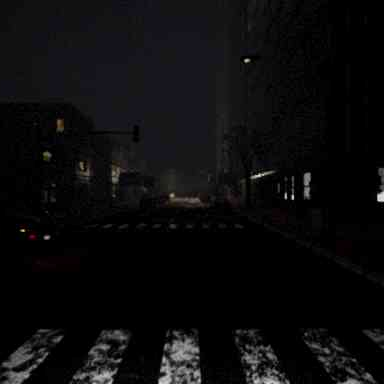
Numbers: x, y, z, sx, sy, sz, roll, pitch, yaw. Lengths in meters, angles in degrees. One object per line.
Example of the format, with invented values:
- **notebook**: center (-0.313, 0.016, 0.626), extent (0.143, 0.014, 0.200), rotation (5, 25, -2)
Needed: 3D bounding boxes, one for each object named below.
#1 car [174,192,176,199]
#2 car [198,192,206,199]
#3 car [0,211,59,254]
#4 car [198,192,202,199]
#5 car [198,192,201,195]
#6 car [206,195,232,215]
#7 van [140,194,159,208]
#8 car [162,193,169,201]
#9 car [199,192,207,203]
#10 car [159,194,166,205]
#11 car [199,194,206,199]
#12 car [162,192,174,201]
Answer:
- **car**: center (-5.689, 1.133, 92.555), extent (1.752, 1.417, 4.829), rotation (1, 0, 0)
- **car**: center (2.694, 0.922, 92.716), extent (2.192, 1.841, 5.009), rotation (1, 0, 0)
- **car**: center (-7.344, 1.486, 13.129), extent (4.674, 1.442, 1.812), rotation (-1, -1, 27)
- **car**: center (2.695, 1.248, 65.212), extent (1.752, 1.417, 4.829), rotation (1, 0, 0)
- **car**: center (2.693, 1.222, 76.112), extent (1.887, 1.381, 4.507), rotation (1, 0, 0)
- **car**: center (2.700, 1.304, 31.833), extent (1.967, 1.590, 4.097), rotation (1, 0, 0)
- **van**: center (-5.680, 1.158, 42.915), extent (1.690, 1.788, 3.998), rotation (1, 0, 0)
- **car**: center (-5.686, 1.313, 59.519), extent (1.947, 1.339, 4.313), rotation (1, 0, 0)
- **car**: center (2.695, 1.272, 59.678), extent (1.752, 1.417, 4.829), rotation (1, 0, 0)
- **car**: center (-5.685, 1.352, 53.985), extent (1.802, 1.307, 4.206), rotation (1, 0, 0)
- **car**: center (2.692, 1.155, 87.351), extent (1.752, 1.417, 4.829), rotation (1, 0, 0)
- **car**: center (-5.683, 1.016, 70.586), extent (2.192, 1.841, 5.009), rotation (1, 0, 0)
